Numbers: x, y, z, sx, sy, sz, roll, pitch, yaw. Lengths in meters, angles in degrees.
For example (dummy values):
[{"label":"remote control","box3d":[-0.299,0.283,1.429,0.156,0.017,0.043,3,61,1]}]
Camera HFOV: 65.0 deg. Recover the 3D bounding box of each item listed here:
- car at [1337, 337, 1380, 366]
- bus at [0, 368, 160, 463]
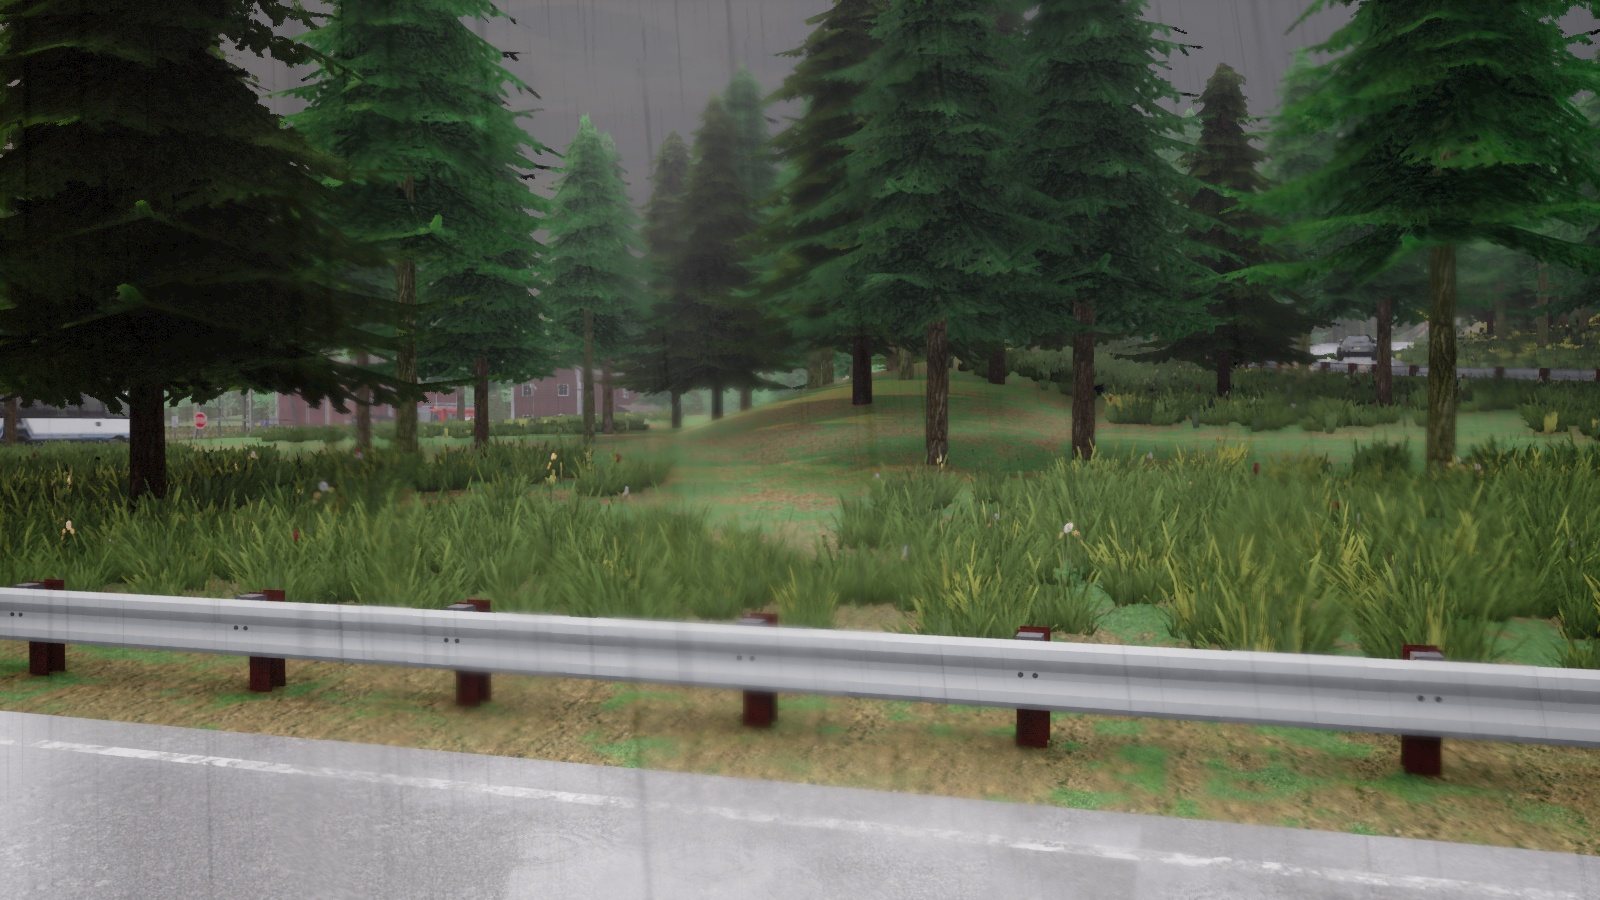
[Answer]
[{"label":"car","box3d":[30.104,-5.323,67.629,1.994,1.385,4.181,1,6,25]},{"label":"bus","box3d":[-36.500,-1.630,60.584,3.944,4.253,10.273,1,1,17]}]
